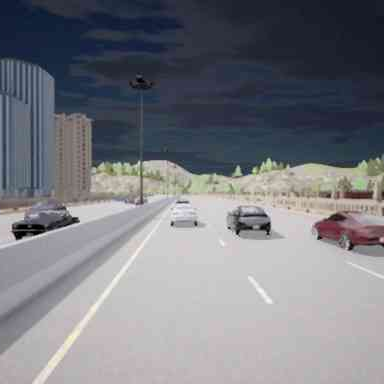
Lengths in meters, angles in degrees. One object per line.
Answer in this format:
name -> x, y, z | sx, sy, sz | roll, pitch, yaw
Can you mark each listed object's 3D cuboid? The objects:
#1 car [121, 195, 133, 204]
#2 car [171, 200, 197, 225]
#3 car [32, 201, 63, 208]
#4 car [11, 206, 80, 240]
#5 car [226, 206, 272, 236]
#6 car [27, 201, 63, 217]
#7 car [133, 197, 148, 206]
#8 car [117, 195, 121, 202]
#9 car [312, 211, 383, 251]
car -> -12.461, 1.699, 66.757 | 1.837, 1.490, 4.892 | 0, 0, -2
car -> -0.583, 1.581, 24.222 | 1.812, 1.442, 4.674 | 0, 0, -2
car -> -11.342, 1.597, 26.210 | 2.128, 1.511, 4.902 | 0, 0, -2
car -> -7.586, 1.672, 17.635 | 1.895, 1.301, 4.718 | 0, 0, -2
car -> 3.080, 1.519, 18.715 | 2.128, 1.511, 4.902 | 0, 0, -2
car -> -15.085, 1.665, 34.433 | 1.812, 1.442, 4.674 | 0, 0, -2
car -> -8.763, 1.690, 58.706 | 1.812, 1.442, 4.674 | 0, 0, -1
car -> -16.297, 1.521, 77.941 | 2.097, 1.767, 4.553 | 0, 0, -2
car -> 6.714, 1.527, 14.032 | 1.812, 1.442, 4.674 | 0, 0, -2
